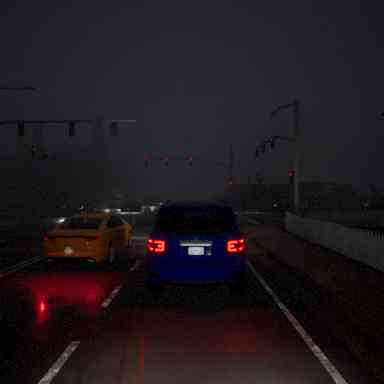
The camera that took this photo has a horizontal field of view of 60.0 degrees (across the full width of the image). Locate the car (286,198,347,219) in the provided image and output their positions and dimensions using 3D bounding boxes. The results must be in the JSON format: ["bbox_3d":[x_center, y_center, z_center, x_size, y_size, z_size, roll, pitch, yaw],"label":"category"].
[{"bbox_3d":[10.976,1.525,28.898,4.674,1.442,1.812,0,0,-1],"label":"car"}]

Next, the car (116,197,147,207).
[{"bbox_3d":[-6.993,1.547,38.994,2.033,1.411,5.357,0,0,0],"label":"car"}]

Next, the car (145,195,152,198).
[{"bbox_3d":[-6.943,1.526,53.547,1.812,1.442,4.674,0,0,0],"label":"car"}]

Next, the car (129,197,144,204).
[{"bbox_3d":[-10.385,1.601,62.530,1.895,1.301,4.718,0,0,1],"label":"car"}]

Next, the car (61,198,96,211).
[{"bbox_3d":[-10.514,1.351,31.046,2.097,1.767,4.553,0,0,0],"label":"car"}]

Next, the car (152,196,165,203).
[{"bbox_3d":[-6.811,1.542,68.533,2.033,1.411,5.357,0,0,0],"label":"car"}]

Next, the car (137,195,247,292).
[{"bbox_3d":[0.087,1.221,9.050,2.150,2.045,5.566,0,0,0],"label":"car"}]

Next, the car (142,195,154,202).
[{"bbox_3d":[-10.285,1.525,77.866,2.128,1.511,4.902,0,0,0],"label":"car"}]

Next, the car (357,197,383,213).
[{"bbox_3d":[20.528,1.352,36.316,4.553,1.767,2.097,0,0,-1],"label":"car"}]

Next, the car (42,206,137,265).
[{"bbox_3d":[-3.392,1.478,11.674,1.882,1.535,5.008,0,0,0],"label":"car"}]

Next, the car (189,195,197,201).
[{"bbox_3d":[0.245,1.540,89.039,2.033,1.411,5.357,0,0,0],"label":"car"}]

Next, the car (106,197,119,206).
[{"bbox_3d":[-10.531,1.478,46.629,1.882,1.535,5.008,0,0,2],"label":"car"}]

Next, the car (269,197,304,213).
[{"bbox_3d":[10.746,1.352,36.100,4.553,1.767,2.097,0,0,-1],"label":"car"}]
